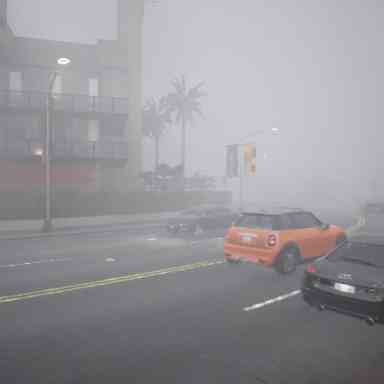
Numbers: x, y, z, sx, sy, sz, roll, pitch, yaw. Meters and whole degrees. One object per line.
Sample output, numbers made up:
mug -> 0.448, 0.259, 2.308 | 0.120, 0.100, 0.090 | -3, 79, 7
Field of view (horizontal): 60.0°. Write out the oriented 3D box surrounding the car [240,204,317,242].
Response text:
car -> 4.656, 1.495, 17.362 | 1.837, 1.490, 4.892 | 1, 0, 42

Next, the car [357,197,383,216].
car -> 17.584, 1.463, 32.421 | 1.882, 1.535, 5.008 | 0, 0, 18

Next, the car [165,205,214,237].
car -> 0.679, 1.492, 18.217 | 1.837, 1.490, 4.892 | 1, 0, 43

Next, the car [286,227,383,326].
car -> 4.047, 1.561, 6.809 | 4.181, 1.385, 1.994 | 0, 0, -41

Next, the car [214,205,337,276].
car -> 3.125, 1.345, 10.661 | 4.553, 1.767, 2.097 | 0, 0, -41
